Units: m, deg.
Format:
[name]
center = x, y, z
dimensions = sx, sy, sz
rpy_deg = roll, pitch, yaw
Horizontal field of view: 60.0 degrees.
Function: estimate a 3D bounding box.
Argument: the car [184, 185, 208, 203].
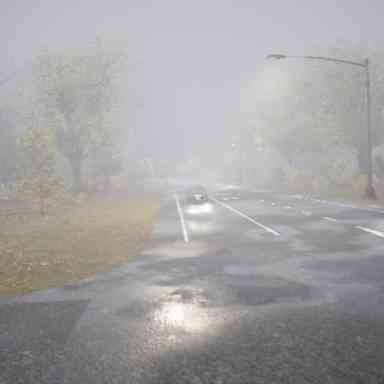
[car]
center = 0.335, 0.126, 30.384
dimensions = 2.128, 1.511, 4.902
rpy_deg = -3, 3, -4
